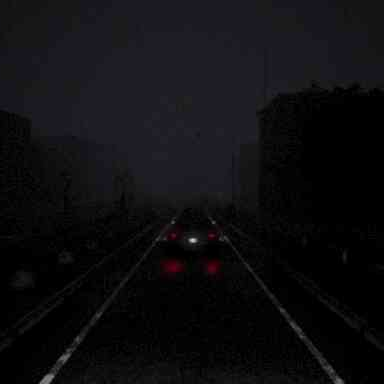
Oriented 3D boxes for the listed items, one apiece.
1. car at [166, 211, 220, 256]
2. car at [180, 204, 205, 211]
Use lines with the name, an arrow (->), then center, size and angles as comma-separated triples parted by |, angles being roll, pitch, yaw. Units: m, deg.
car -> 0.054, 1.678, 13.616 | 1.994, 1.385, 4.181 | 0, 0, 1
car -> 0.053, 1.757, 28.152 | 1.837, 1.490, 4.892 | 0, 0, 1
